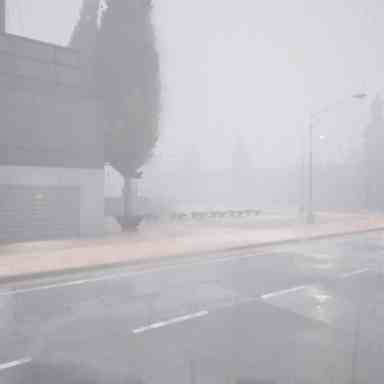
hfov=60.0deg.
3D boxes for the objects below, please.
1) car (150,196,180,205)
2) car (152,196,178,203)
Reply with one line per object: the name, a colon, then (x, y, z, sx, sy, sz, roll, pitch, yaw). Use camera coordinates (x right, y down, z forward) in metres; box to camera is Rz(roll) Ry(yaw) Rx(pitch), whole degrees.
car: (-4.770, 1.493, 58.395, 4.892, 1.490, 1.837, 0, 0, 23)
car: (-5.168, 1.514, 54.764, 4.674, 1.442, 1.812, 0, 0, 24)
